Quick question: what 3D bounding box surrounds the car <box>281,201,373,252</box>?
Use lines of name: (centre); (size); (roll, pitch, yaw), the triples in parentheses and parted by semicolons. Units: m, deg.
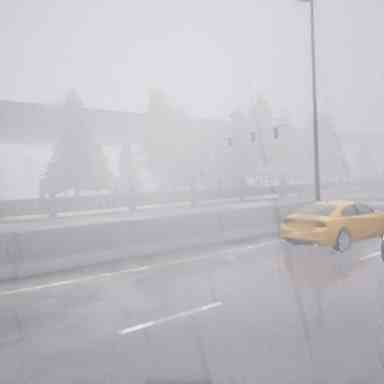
car: (5.334, 1.037, 11.907); (5.008, 1.535, 1.882); (-4, 2, -35)

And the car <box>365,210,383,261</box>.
car: (6.629, 1.132, 8.534); (4.674, 1.442, 1.812); (-4, 2, -35)
